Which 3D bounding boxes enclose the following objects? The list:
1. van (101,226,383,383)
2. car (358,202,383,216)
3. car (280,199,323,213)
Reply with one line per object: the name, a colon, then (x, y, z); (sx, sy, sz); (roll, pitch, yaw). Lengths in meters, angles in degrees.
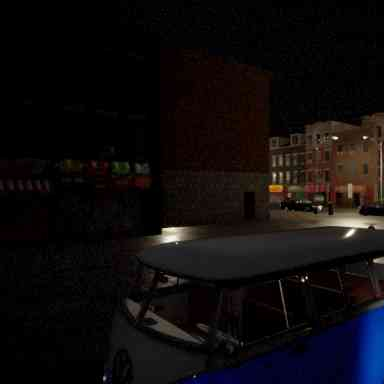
van: (1.070, 1.341, 3.584); (3.998, 1.788, 1.690); (0, 0, -36)
car: (17.119, 1.571, 29.572); (1.994, 1.385, 4.181); (0, 0, -35)
car: (12.000, 1.492, 36.759); (2.128, 1.511, 4.902); (0, 0, -35)
